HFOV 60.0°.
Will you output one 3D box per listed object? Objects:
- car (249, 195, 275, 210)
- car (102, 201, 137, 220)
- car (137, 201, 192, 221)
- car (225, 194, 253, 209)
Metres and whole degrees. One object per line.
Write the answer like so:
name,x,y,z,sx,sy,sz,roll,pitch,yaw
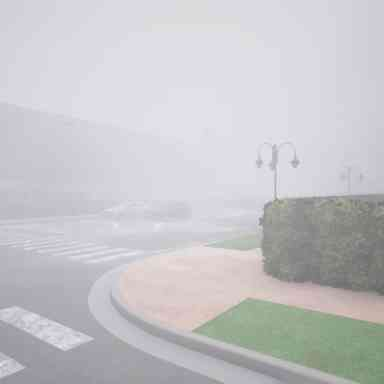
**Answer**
car,9.629,1.522,43.317,1.837,1.490,4.892,0,0,34
car,-5.416,1.541,28.134,1.812,1.442,4.674,0,0,36
car,-1.883,1.520,27.056,1.837,1.490,4.892,0,0,36
car,6.636,1.238,45.076,2.150,2.045,5.566,0,0,34
